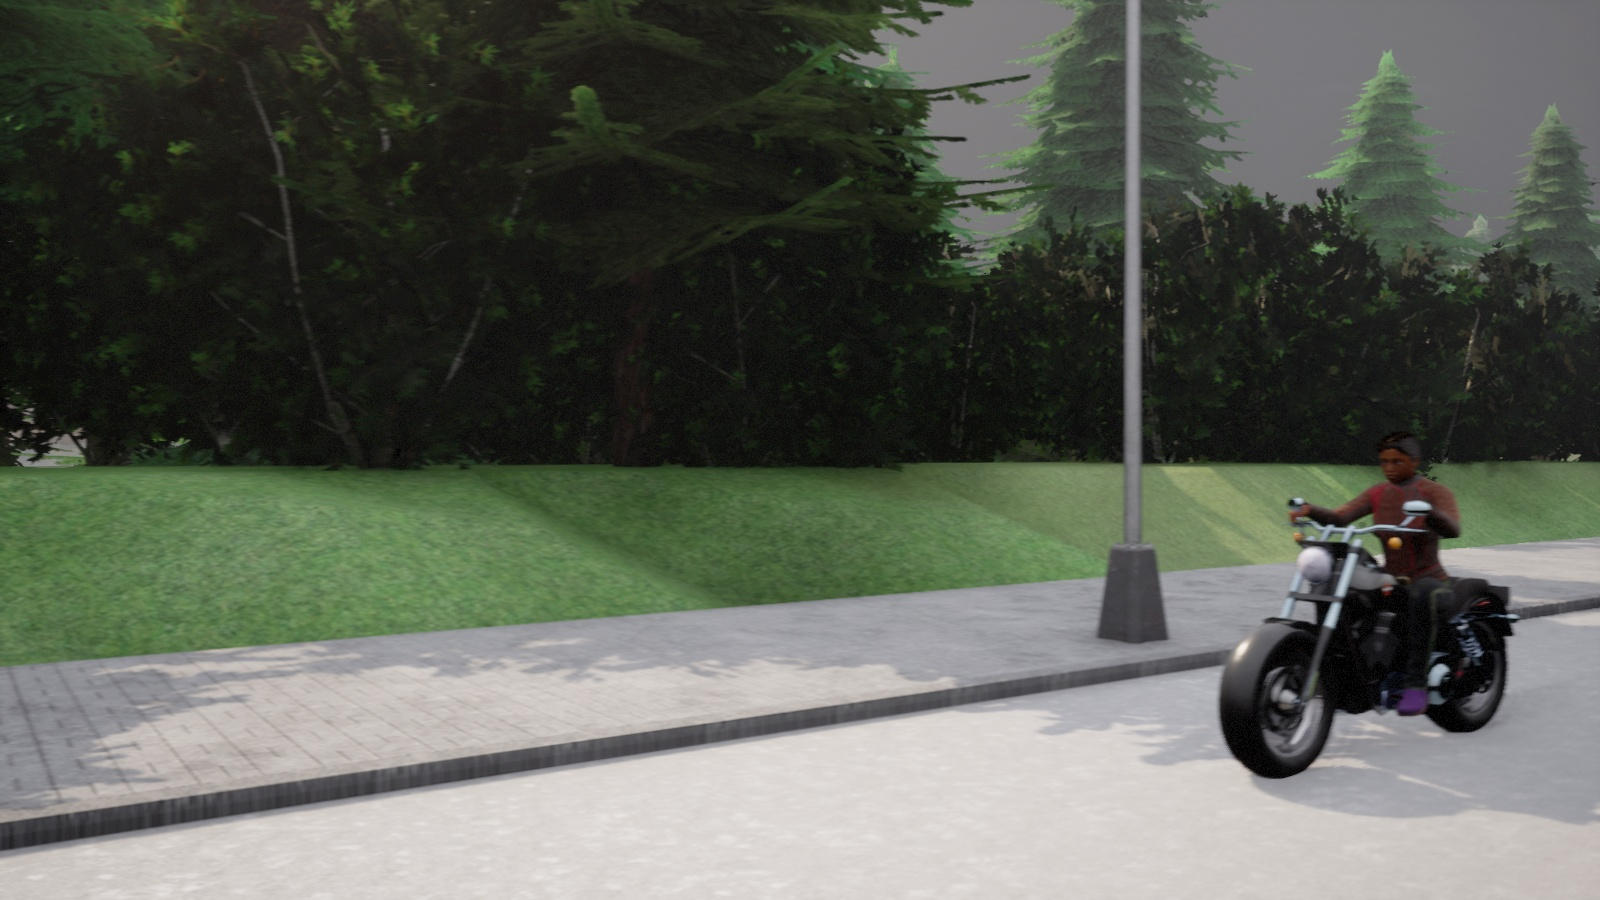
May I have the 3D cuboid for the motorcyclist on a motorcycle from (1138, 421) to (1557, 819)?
[{"bbox_3d":[2.755,0.701,6.185,2.350,1.649,0.766,0,0,-35],"label":"motorcyclist on a motorcycle"}]
